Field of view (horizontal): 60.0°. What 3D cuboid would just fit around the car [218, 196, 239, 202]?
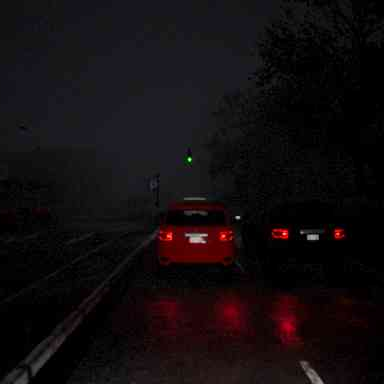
[{"bbox_3d":[9.027,1.808,82.008,4.674,1.452,2.002,1,-1,-12],"label":"car"}]

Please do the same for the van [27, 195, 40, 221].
[{"bbox_3d":[-13.621,1.447,23.874,4.442,1.987,1.878,-1,-1,-20],"label":"van"}]

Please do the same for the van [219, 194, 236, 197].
[{"bbox_3d":[7.231,1.461,67.269,4.442,1.987,1.878,1,0,-14],"label":"van"}]

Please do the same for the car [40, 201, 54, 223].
[{"bbox_3d":[-13.648,1.572,26.851,4.553,1.767,2.185,-1,0,-19],"label":"car"}]

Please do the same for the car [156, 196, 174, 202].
[{"bbox_3d":[-7.655,1.904,94.580,5.008,1.535,2.097,-1,-1,-12],"label":"car"}]

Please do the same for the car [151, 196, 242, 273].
[{"bbox_3d":[0.100,1.306,11.087,2.150,2.045,5.566,0,0,0],"label":"car"}]

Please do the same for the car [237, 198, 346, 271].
[{"bbox_3d":[3.107,1.302,11.297,2.150,2.045,5.566,0,-1,0],"label":"car"}]

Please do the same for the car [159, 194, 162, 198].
[{"bbox_3d":[-10.073,1.798,76.614,4.892,1.521,2.231,-1,-1,-14],"label":"car"}]

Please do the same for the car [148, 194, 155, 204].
[{"bbox_3d":[-10.852,1.737,67.651,5.366,1.575,1.946,-1,-1,-15],"label":"car"}]

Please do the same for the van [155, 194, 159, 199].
[{"bbox_3d":[-10.298,1.551,73.645,4.442,1.987,1.878,-1,-1,-14],"label":"van"}]

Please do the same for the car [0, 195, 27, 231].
[{"bbox_3d":[-13.734,1.399,20.837,5.566,2.045,2.435,-1,-1,-20],"label":"car"}]

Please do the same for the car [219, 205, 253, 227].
[{"bbox_3d":[3.199,1.753,24.950,1.994,1.385,4.181,0,0,1],"label":"car"}]

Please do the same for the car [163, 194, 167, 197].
[{"bbox_3d":[-8.522,1.908,88.594,4.674,1.452,2.002,-1,0,-12],"label":"car"}]

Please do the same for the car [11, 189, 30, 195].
[{"bbox_3d":[-28.208,0.483,55.521,2.002,1.452,4.674,6,-3,-19],"label":"car"}]

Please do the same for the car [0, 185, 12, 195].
[{"bbox_3d":[-31.203,-0.079,55.582,2.435,2.045,5.566,6,-3,-19],"label":"car"}]

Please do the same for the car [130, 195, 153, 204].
[{"bbox_3d":[-10.761,1.636,70.604,4.553,1.767,2.185,-1,-1,-14],"label":"car"}]

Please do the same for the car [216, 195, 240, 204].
[{"bbox_3d":[7.612,1.579,70.239,4.553,1.767,2.185,1,-1,-14],"label":"car"}]

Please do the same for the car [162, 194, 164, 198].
[{"bbox_3d":[-9.702,1.855,79.610,4.674,1.452,2.002,-1,0,-13],"label":"car"}]

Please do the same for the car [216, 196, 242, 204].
[{"bbox_3d":[8.146,1.719,73.232,5.366,1.575,1.946,1,-1,-13],"label":"car"}]

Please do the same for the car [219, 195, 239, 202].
[{"bbox_3d":[9.391,1.657,84.940,4.553,1.767,2.185,1,-1,-12],"label":"car"}]

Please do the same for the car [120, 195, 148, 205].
[{"bbox_3d":[-11.495,1.761,64.658,4.792,1.488,2.163,-1,0,-15],"label":"car"}]
